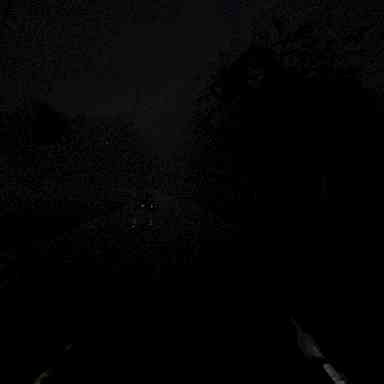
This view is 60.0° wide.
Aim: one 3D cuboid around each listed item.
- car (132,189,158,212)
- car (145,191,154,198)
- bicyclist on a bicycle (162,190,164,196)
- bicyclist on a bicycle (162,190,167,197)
[{"bbox_3d":[-5.016,0.938,35.090,2.150,2.045,5.566,0,1,-4],"label":"car"},{"bbox_3d":[-9.808,0.484,76.228,2.033,1.411,5.357,0,1,-9],"label":"car"},{"bbox_3d":[-8.000,0.309,91.398,0.582,1.620,1.656,0,1,-11],"label":"bicyclist on a bicycle"},{"bbox_3d":[-6.606,0.428,83.825,0.866,1.612,1.509,0,2,-10],"label":"bicyclist on a bicycle"}]
